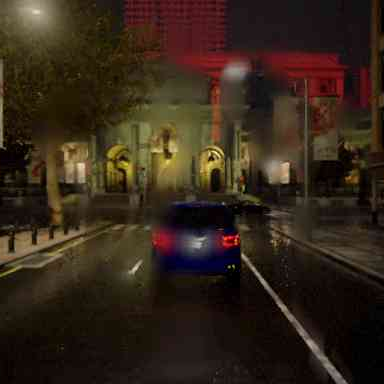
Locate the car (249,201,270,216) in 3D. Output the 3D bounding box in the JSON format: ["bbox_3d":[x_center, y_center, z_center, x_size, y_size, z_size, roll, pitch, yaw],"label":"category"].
[{"bbox_3d":[5.380,1.585,31.924,4.902,1.511,2.128,0,-1,-36],"label":"car"}]

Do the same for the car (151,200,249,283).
[{"bbox_3d":[0.127,1.251,9.886,2.150,2.045,5.566,0,0,1],"label":"car"}]
